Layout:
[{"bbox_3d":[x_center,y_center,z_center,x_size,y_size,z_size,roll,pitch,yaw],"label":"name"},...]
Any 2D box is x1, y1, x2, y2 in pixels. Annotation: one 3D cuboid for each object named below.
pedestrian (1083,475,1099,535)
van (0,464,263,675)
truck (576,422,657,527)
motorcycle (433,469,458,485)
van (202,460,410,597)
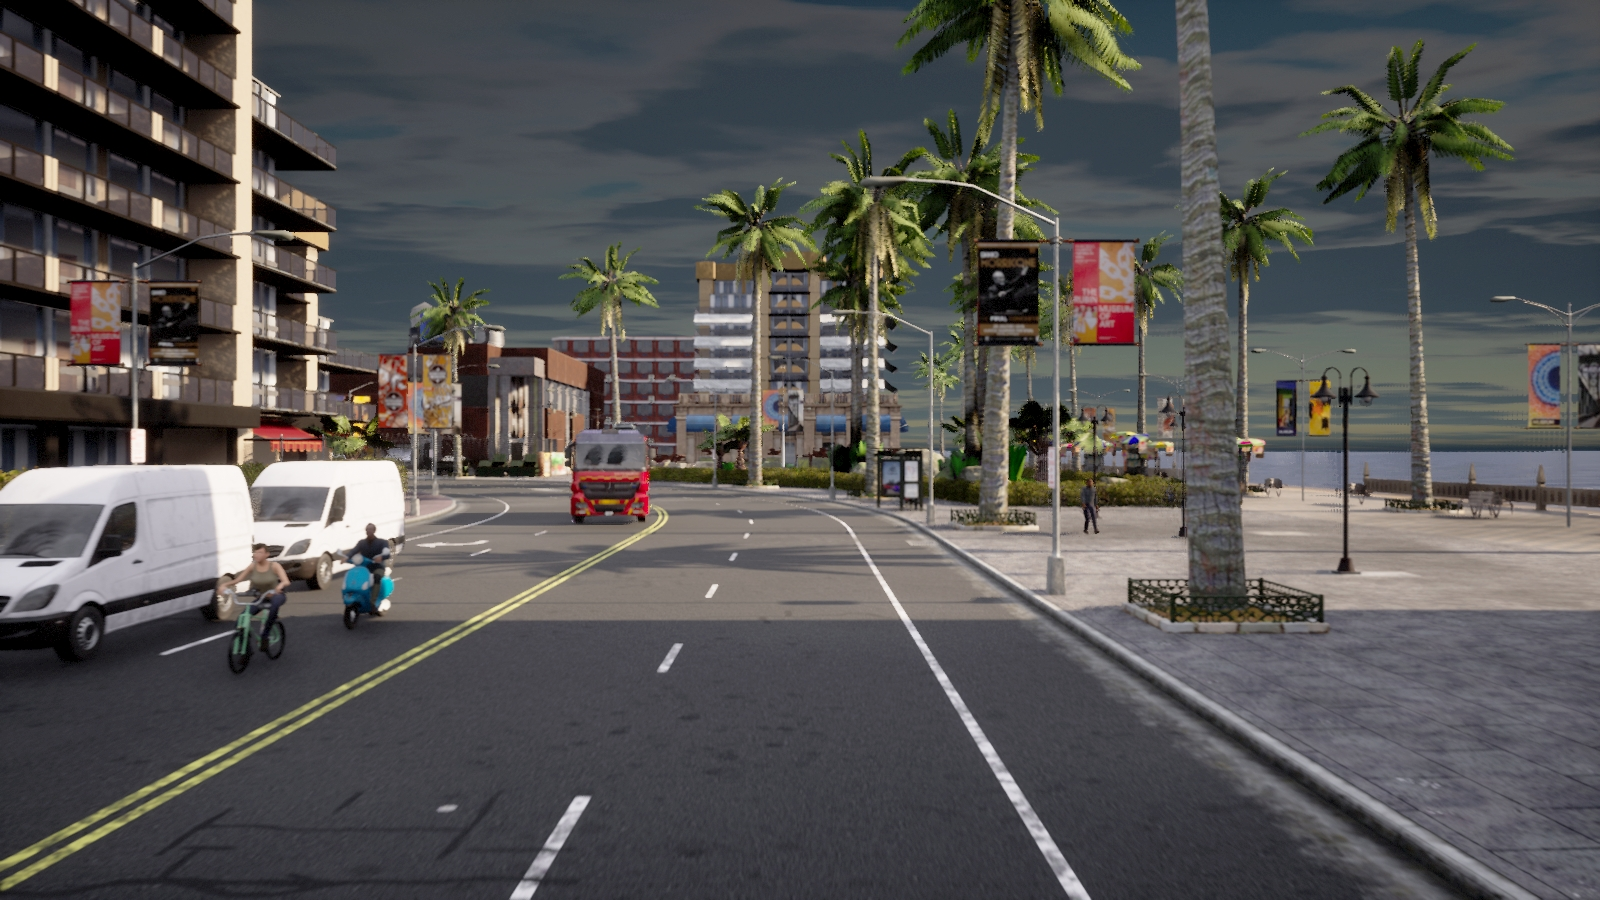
[{"bbox_3d":[8.995,1.696,35.356,0.375,1.860,0.375,0,0,-7],"label":"pedestrian"},{"bbox_3d":[-10.494,1.534,17.252,1.988,2.561,5.915,0,0,0],"label":"van"},{"bbox_3d":[-7.264,0.890,46.172,2.891,3.827,8.468,0,0,-7],"label":"truck"},{"bbox_3d":[-28.383,2.182,91.467,1.805,1.236,0.856,0,0,-1],"label":"motorcycle"},{"bbox_3d":[-10.500,1.534,24.911,1.988,2.561,5.915,0,0,0],"label":"van"}]
